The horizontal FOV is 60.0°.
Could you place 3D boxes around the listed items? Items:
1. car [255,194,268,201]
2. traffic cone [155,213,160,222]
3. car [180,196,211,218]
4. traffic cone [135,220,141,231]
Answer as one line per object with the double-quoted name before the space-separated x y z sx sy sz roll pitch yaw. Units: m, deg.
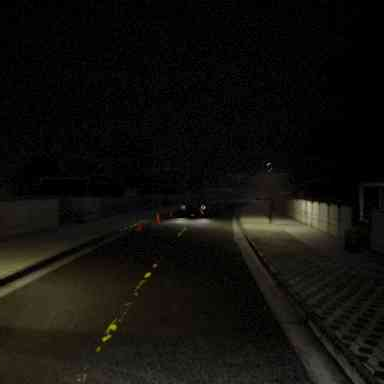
"car" 15.668 1.111 74.667 1.882 1.535 5.008 0 0 27
"traffic cone" -2.439 1.813 23.590 0.340 0.580 0.340 0 0 7
"car" 0.362 1.188 27.891 2.097 1.767 4.553 0 0 8
"traffic cone" -2.964 1.840 18.558 0.340 0.580 0.340 0 0 5
